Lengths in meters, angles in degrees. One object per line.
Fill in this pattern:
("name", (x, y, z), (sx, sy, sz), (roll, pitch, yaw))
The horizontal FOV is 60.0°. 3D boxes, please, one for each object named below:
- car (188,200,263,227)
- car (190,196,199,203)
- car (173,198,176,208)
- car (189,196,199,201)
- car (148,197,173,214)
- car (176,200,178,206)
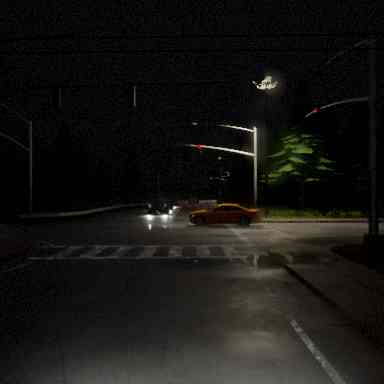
("car", (2.315, 1.541, 22.880), (5.008, 1.535, 1.882), (0, 0, 17))
("car", (0.636, 1.624, 75.608), (1.837, 1.490, 4.892), (0, 0, 2))
("car", (-3.598, 1.639, 46.562), (1.837, 1.490, 4.892), (0, 0, 0))
("car", (0.316, 1.685, 65.300), (1.812, 1.442, 4.674), (0, 0, 2))
("car", (-3.612, 1.463, 36.691), (2.097, 1.767, 4.553), (0, 0, 0))
("car", (-3.508, 1.722, 56.641), (1.994, 1.385, 4.181), (0, 0, 1))
